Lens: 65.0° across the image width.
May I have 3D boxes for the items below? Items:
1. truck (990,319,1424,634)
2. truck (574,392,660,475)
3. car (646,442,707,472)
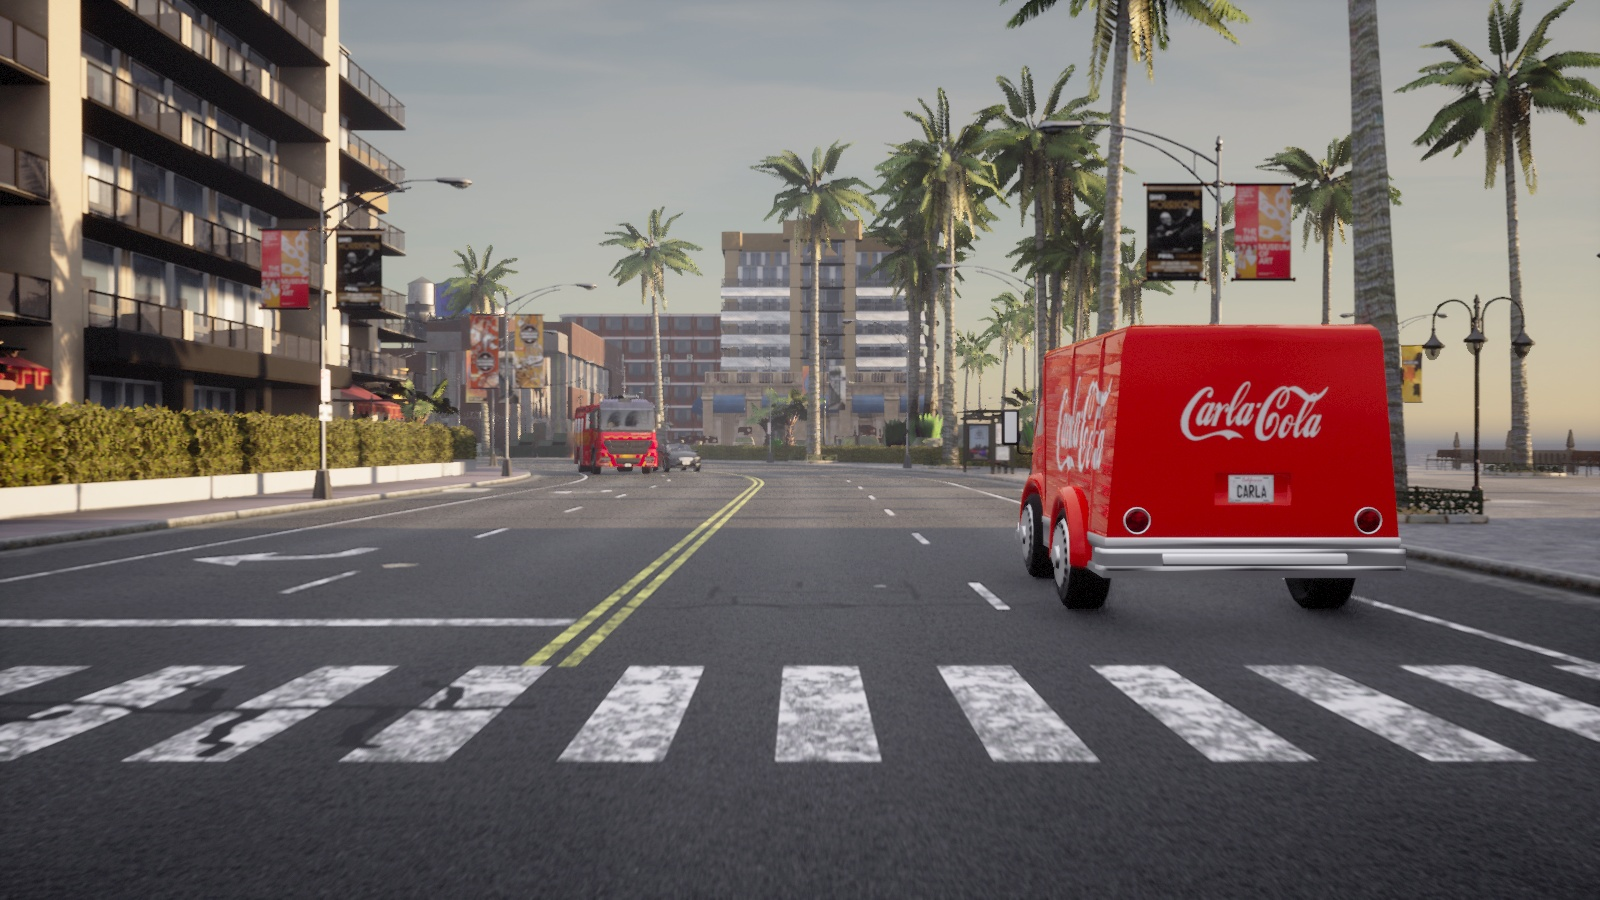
[{"bbox_3d":[3.588,0.192,12.460,2.627,2.467,5.204,0,0,0],"label":"truck"},{"bbox_3d":[-9.154,-0.774,61.834,2.891,3.827,8.468,0,0,-17],"label":"truck"},{"bbox_3d":[-6.433,0.331,64.952,2.128,1.511,4.902,0,0,-18],"label":"car"}]
